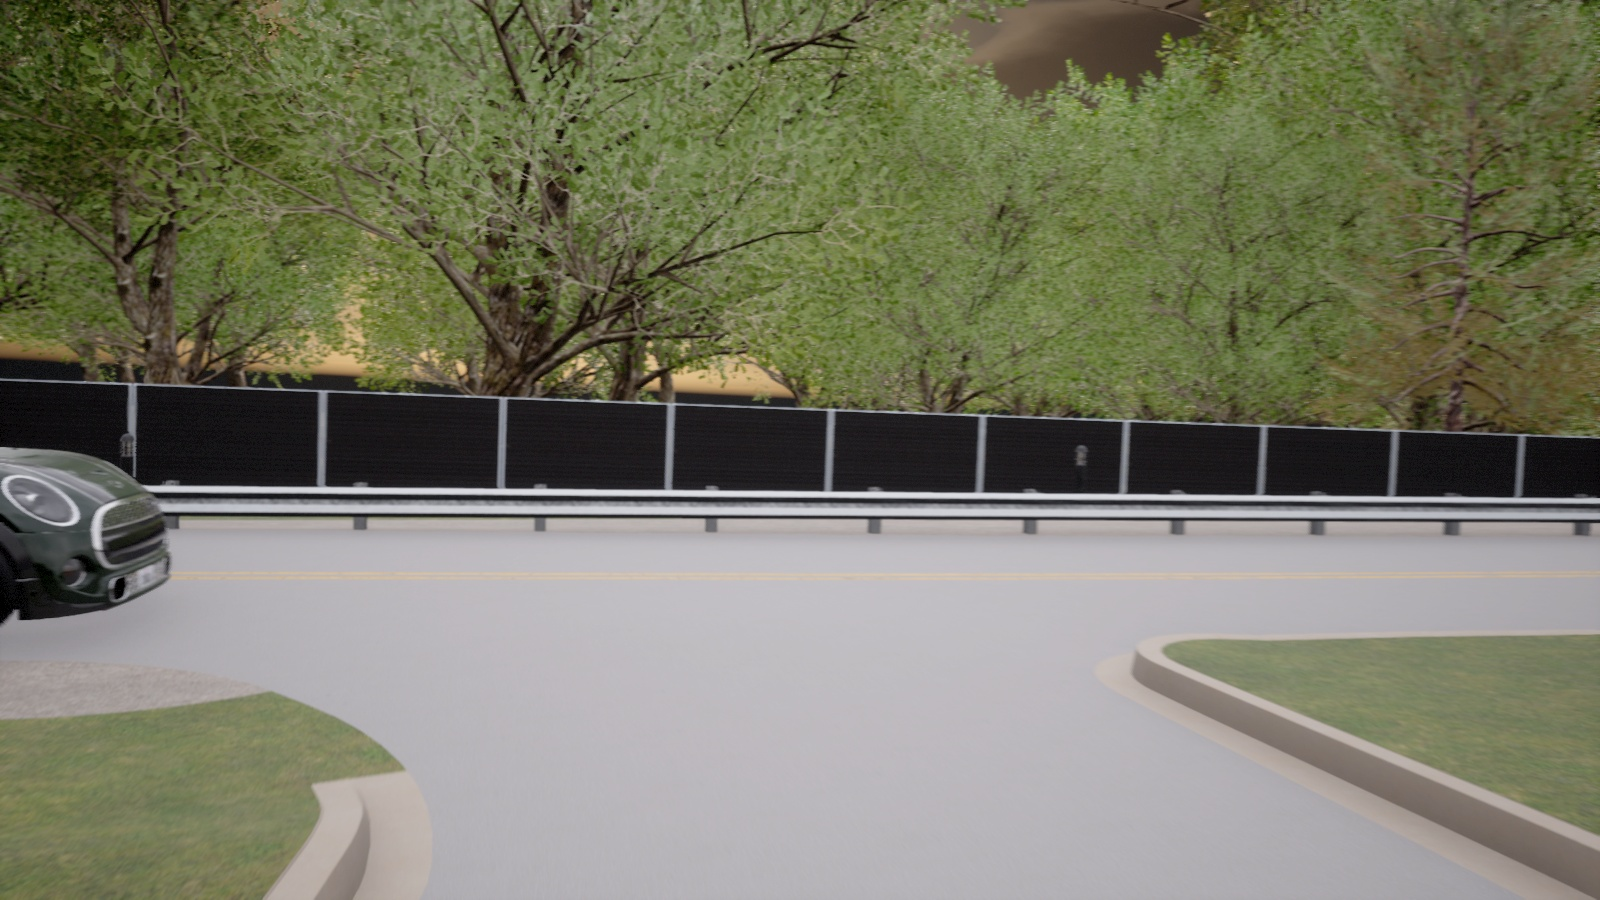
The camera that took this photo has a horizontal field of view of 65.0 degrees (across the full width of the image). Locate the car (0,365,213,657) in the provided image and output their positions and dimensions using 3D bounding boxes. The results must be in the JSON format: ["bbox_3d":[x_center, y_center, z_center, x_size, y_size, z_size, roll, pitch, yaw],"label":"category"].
[{"bbox_3d":[-6.606,0.302,8.316,4.553,1.767,2.097,1,3,-11],"label":"car"}]
